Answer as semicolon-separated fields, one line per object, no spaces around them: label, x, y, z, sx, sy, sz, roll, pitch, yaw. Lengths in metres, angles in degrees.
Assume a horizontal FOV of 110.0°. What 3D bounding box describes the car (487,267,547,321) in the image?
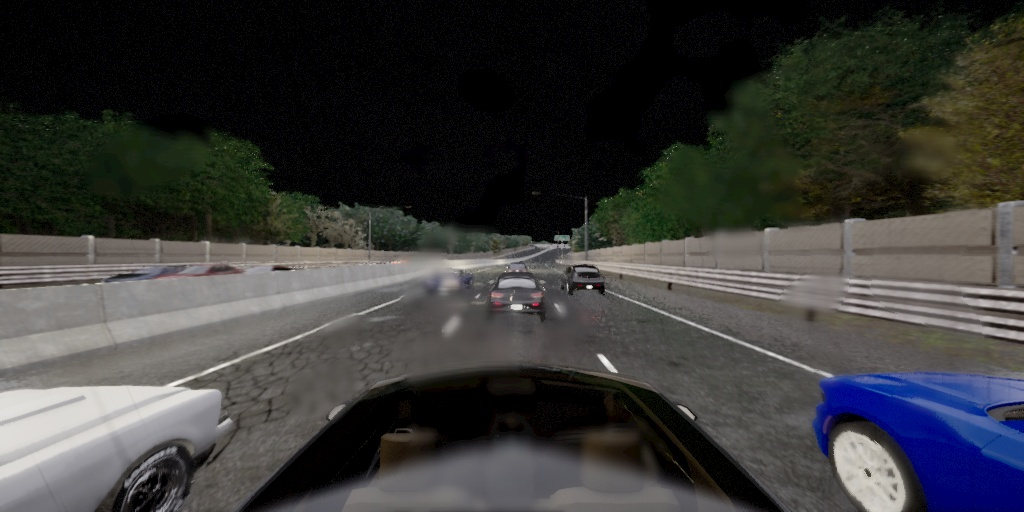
car;0.172;1.264;12.348;1.812;1.442;4.674;0;0;1

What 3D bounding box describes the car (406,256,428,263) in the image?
car;-15.949;1.080;62.331;2.150;2.045;5.566;0;0;3

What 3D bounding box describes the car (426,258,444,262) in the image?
car;-12.490;1.404;61.585;2.033;1.411;5.357;0;0;3

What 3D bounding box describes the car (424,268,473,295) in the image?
car;-3.250;1.329;19.444;1.895;1.301;4.718;0;0;1

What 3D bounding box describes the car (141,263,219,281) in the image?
car;-17.431;1.197;20.408;1.882;1.535;5.008;0;0;1

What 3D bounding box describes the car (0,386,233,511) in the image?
car;-3.393;1.350;0.990;1.895;1.301;4.718;0;0;0

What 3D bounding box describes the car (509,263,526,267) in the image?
car;0.477;1.277;31.275;2.033;1.411;5.357;0;0;1

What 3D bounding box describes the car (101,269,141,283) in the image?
car;-20.920;1.264;21.471;2.033;1.411;5.357;0;0;1

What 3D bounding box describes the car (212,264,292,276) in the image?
car;-13.934;1.247;20.277;1.812;1.442;4.674;0;0;1

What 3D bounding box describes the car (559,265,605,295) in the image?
car;3.757;1.237;19.639;1.837;1.490;4.892;0;0;1

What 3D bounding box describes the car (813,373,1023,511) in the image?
car;3.611;1.229;1.105;1.882;1.535;5.008;0;0;0
